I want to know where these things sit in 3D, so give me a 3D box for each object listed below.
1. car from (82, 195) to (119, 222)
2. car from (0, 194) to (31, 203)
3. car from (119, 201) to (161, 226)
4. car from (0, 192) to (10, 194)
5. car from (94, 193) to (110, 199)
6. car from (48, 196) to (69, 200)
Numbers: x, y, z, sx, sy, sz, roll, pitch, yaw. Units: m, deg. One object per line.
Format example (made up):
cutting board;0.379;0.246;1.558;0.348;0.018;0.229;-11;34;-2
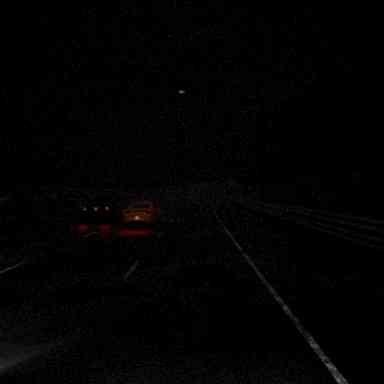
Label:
car;-6.588;1.205;25.088;2.097;1.767;4.553;0;0;1
car;-20.409;1.296;38.505;1.837;1.490;4.892;0;0;2
car;-3.157;1.347;21.926;1.882;1.535;5.008;0;0;1
car;-23.865;1.005;39.825;2.150;2.045;5.566;0;0;2
car;-21.694;0.929;80.506;2.033;1.411;5.357;0;0;4
car;-16.789;1.292;41.794;1.837;1.490;4.892;0;0;2
